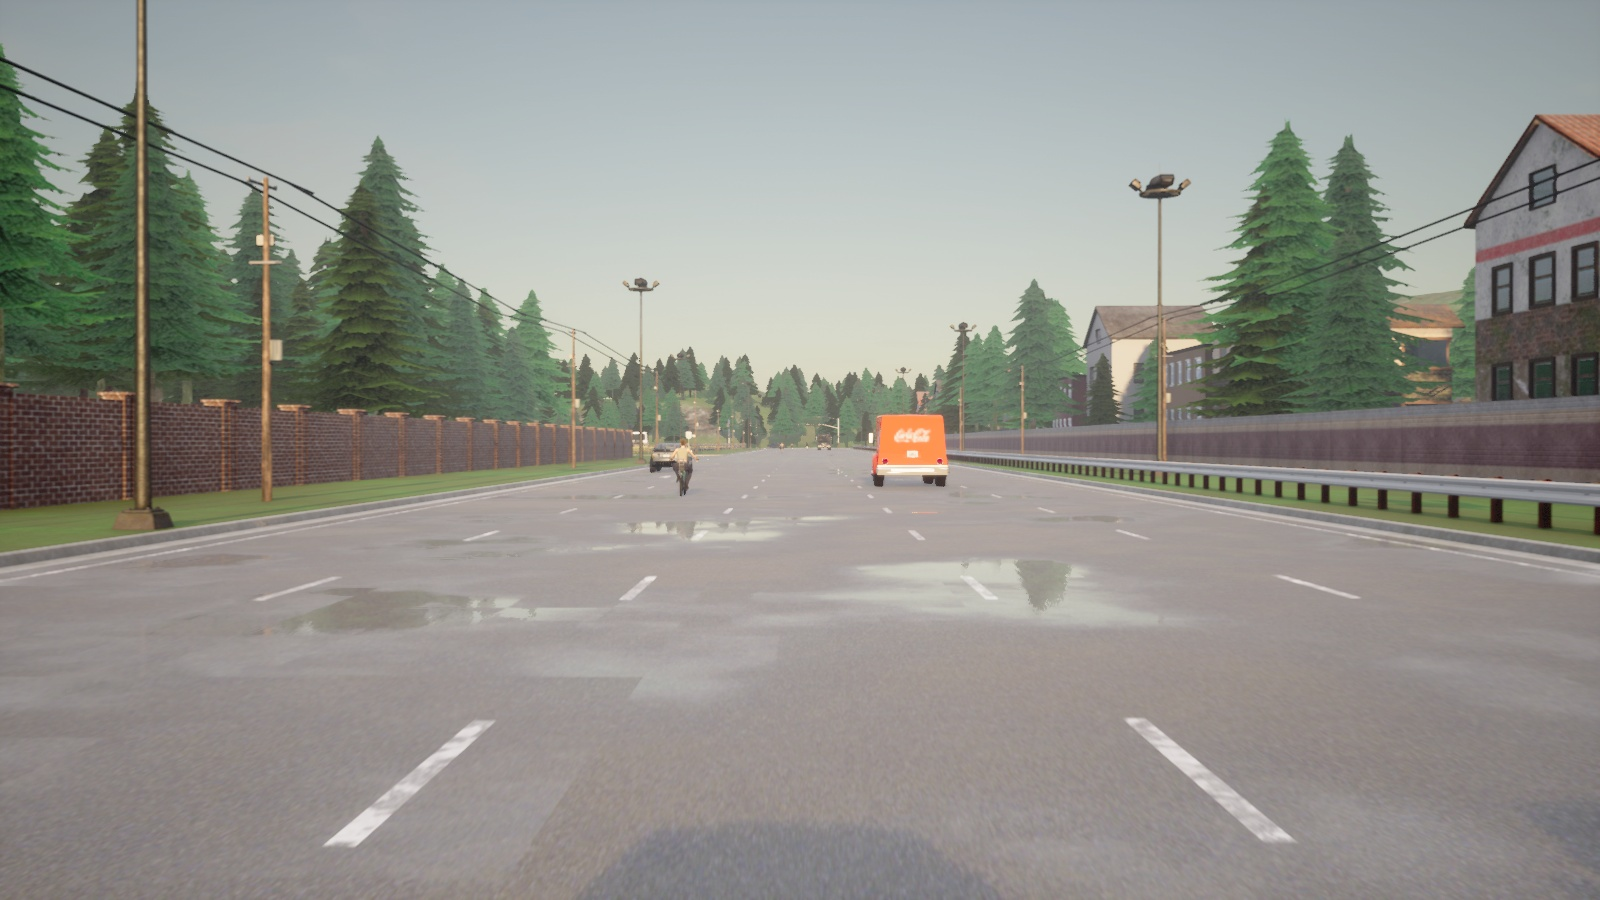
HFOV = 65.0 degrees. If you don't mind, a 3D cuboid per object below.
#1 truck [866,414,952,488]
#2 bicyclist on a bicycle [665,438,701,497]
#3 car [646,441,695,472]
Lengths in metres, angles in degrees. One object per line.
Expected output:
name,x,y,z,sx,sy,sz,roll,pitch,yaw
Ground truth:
truck,3.770,0.012,44.429,2.627,2.467,5.204,0,0,0
bicyclist on a bicycle,-3.288,0.481,35.423,0.866,1.612,1.509,0,0,1
car,-6.617,0.324,64.496,2.007,1.525,4.514,0,0,0
